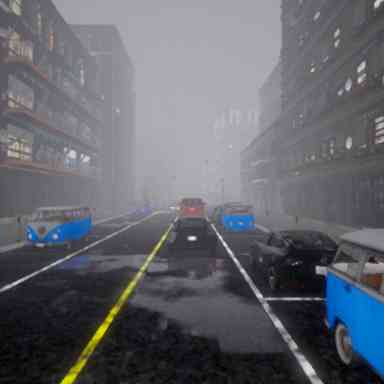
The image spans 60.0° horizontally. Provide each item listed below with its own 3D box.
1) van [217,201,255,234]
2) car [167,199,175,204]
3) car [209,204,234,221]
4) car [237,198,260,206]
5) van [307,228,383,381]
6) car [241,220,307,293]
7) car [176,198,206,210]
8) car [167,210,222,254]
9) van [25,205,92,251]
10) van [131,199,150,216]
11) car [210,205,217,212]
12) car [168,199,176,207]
[{"bbox_3d":[2.702,1.538,20.212,1.690,1.788,3.998,0,-1,0],"label":"van"},{"bbox_3d":[-5.663,2.549,92.242,1.947,1.339,4.313,0,-1,0],"label":"car"},{"bbox_3d":[2.703,1.878,31.534,1.947,1.339,4.313,0,-1,0],"label":"car"},{"bbox_3d":[13.488,2.437,79.916,5.009,1.841,2.192,1,-2,0],"label":"car"},{"bbox_3d":[2.697,1.373,3.227,1.690,1.788,3.998,0,-1,0],"label":"van"},{"bbox_3d":[2.697,1.652,8.885,1.947,1.339,4.313,0,-1,0],"label":"car"},{"bbox_3d":[0.009,1.503,29.006,2.150,2.045,5.566,0,0,0],"label":"car"},{"bbox_3d":[0.010,1.703,14.287,1.994,1.385,4.181,0,-1,0],"label":"car"},{"bbox_3d":[-5.680,1.482,14.552,1.690,1.788,3.998,0,-1,0],"label":"van"},{"bbox_3d":[-5.675,1.711,37.198,1.690,1.788,3.998,0,-1,0],"label":"van"},{"bbox_3d":[2.702,1.820,25.871,1.947,1.339,4.313,0,-1,0],"label":"car"},{"bbox_3d":[-2.987,2.218,63.444,1.994,1.385,4.181,0,-1,0],"label":"car"}]
